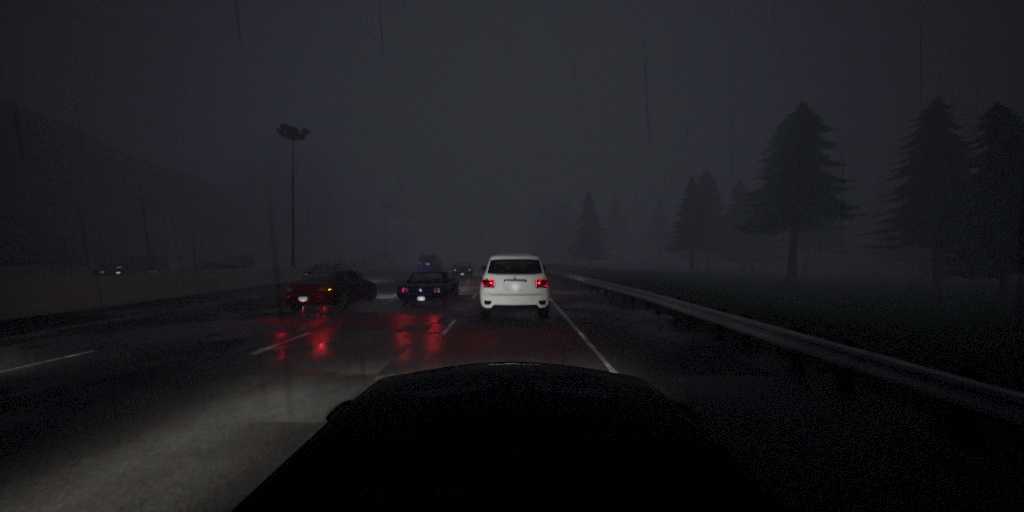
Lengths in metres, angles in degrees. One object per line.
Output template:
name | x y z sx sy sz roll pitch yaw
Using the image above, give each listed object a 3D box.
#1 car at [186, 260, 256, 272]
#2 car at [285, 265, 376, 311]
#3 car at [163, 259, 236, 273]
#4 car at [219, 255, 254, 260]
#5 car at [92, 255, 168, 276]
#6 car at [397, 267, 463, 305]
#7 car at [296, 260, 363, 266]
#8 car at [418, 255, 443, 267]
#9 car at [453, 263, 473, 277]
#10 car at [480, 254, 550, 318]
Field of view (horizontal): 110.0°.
car | -21.782 1.253 27.183 1.994 1.385 4.181 0 0 -5
car | -6.957 1.246 14.179 1.812 1.442 4.674 0 0 -1
car | -25.479 1.209 29.449 1.812 1.442 4.674 0 0 -5
car | -30.058 0.883 38.638 2.150 2.045 5.566 0 0 -8
car | -32.650 0.900 31.077 2.150 2.045 5.566 0 0 -6
car | -3.487 1.317 15.813 1.895 1.301 4.718 0 0 -1
car | -10.710 1.194 21.605 2.128 1.511 4.902 0 0 -3
car | -8.581 0.886 37.760 2.150 2.045 5.566 0 0 -7
car | -4.592 1.275 33.667 1.895 1.301 4.718 0 0 -6
car | 0.065 0.945 13.025 2.150 2.045 5.566 0 0 -1
